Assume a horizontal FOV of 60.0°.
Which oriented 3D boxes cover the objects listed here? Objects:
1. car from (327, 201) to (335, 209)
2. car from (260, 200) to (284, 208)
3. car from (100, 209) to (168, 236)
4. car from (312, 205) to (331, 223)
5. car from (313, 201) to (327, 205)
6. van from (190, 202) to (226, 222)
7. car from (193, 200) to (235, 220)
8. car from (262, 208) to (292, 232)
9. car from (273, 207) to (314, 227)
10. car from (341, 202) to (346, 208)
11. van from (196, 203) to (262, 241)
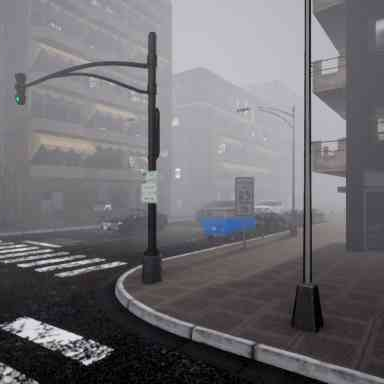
[{"bbox_3d":[27.342,2.729,68.840,2.192,1.841,5.009,-1,-2,35],"label":"car"},{"bbox_3d":[8.816,1.954,38.276,2.150,2.045,5.566,0,-1,36],"label":"car"},{"bbox_3d":[-3.520,1.815,20.963,2.128,1.511,4.902,0,-1,35],"label":"car"},{"bbox_3d":[11.697,2.233,32.443,2.008,1.369,4.403,-1,-2,35],"label":"car"},{"bbox_3d":[24.131,2.890,64.320,1.802,1.307,4.206,-1,-2,35],"label":"car"},{"bbox_3d":[1.653,1.903,32.731,1.690,1.788,3.998,-1,-2,35],"label":"van"},{"bbox_3d":[2.619,1.749,29.574,2.150,2.045,5.566,0,-1,37],"label":"car"},{"bbox_3d":[5.275,2.035,23.416,1.947,1.339,4.313,-1,-2,35],"label":"car"},{"bbox_3d":[8.485,2.158,27.929,1.802,1.307,4.206,-1,-2,35],"label":"car"},{"bbox_3d":[40.091,3.376,86.754,1.752,1.417,4.829,-1,-2,35],"label":"car"},{"bbox_3d":[2.200,1.704,18.809,1.690,1.788,3.998,-1,-2,35],"label":"van"}]
